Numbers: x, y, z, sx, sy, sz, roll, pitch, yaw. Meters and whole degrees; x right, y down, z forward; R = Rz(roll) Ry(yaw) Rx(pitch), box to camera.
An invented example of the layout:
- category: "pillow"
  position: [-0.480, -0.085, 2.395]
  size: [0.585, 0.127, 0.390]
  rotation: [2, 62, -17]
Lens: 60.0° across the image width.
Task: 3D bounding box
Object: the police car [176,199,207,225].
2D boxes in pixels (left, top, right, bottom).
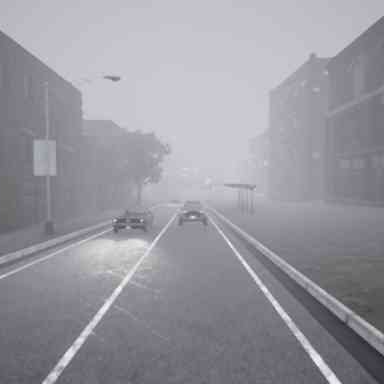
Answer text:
- category: "police car"
  position: [0.066, 1.519, 24.580]
  size: [2.038, 1.542, 4.974]
  rotation: [0, 0, 0]

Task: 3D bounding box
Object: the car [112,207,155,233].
- category: "car"
  position: [-3.398, 1.607, 19.957]
  size: [1.895, 1.301, 4.718]
  rotation: [0, 0, 0]

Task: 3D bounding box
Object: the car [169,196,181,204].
- category: "car"
  position: [-3.085, 1.465, 60.979]
  size: [1.895, 1.301, 4.718]
  rotation: [0, 1, 1]
